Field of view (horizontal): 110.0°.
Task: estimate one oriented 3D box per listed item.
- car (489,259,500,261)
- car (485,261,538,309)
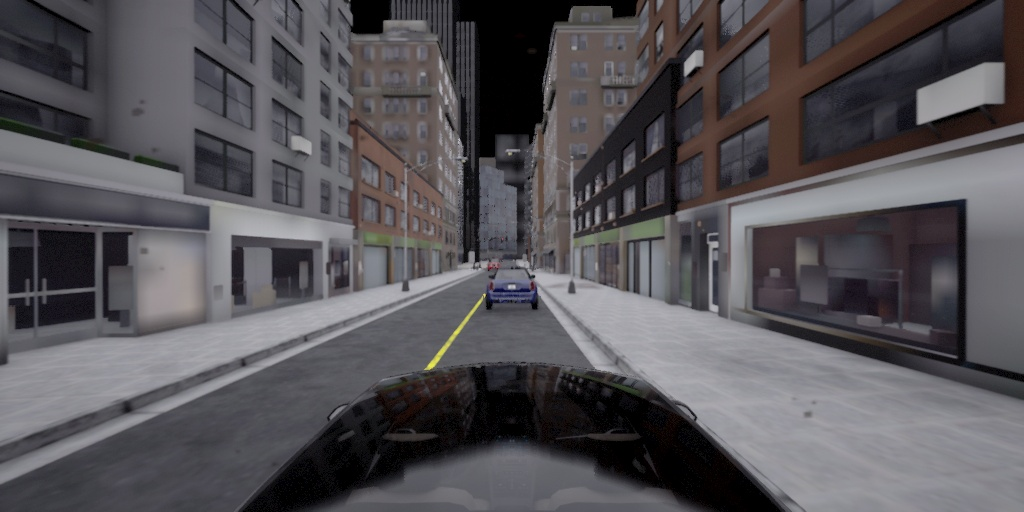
[{"bbox_3d":[-3.007,1.550,61.552,2.150,2.045,5.566,0,-1,0],"label":"car"},{"bbox_3d":[0.001,1.238,15.923,2.097,1.767,4.553,0,-1,0],"label":"car"}]
